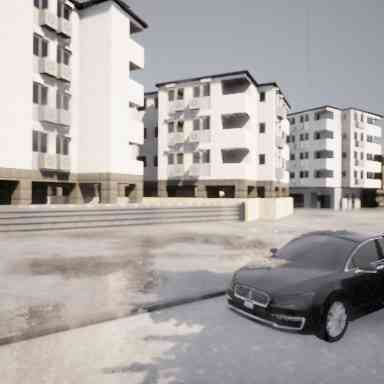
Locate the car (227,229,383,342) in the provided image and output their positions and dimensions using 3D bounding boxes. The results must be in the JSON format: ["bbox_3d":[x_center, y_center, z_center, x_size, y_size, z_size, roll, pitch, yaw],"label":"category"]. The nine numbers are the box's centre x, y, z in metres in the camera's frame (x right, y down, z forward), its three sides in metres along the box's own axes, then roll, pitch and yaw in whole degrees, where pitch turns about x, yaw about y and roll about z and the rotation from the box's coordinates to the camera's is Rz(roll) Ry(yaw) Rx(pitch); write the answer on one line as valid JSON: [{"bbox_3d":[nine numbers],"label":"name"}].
[{"bbox_3d":[2.875,1.548,6.634,4.892,1.490,1.837,1,0,-35],"label":"car"}]
